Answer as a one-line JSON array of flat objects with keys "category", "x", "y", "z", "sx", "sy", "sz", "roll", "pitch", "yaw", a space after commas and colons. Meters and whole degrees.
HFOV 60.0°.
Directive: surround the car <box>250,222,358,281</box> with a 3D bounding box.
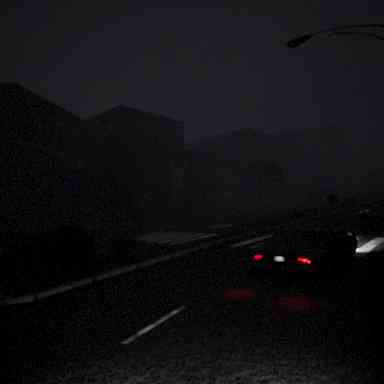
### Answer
[{"category": "car", "x": 3.720, "y": 1.651, "z": 10.443, "sx": 2.033, "sy": 1.411, "sz": 5.357, "roll": -4, "pitch": 0, "yaw": 37}]
